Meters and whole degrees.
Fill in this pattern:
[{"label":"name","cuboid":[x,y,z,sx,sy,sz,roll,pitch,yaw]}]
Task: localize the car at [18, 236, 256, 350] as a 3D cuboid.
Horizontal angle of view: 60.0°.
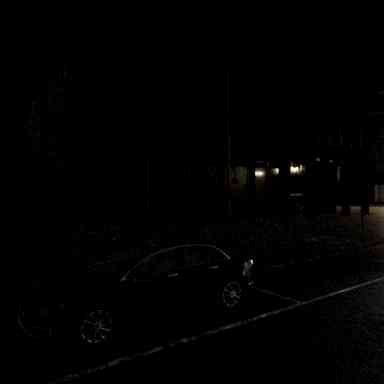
[{"label":"car","cuboid":[-0.740,1.550,6.139,4.403,1.369,2.008,0,0,-36]}]
